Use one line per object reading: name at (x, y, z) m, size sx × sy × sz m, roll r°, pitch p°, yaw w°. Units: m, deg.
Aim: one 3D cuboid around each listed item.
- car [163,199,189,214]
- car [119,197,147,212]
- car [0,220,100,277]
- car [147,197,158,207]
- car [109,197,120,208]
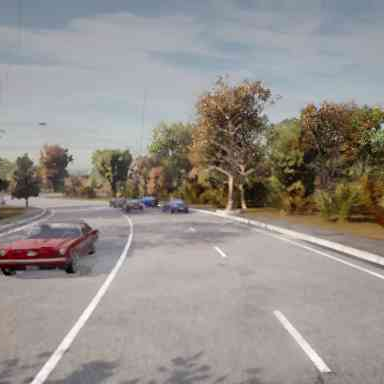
car at (-1.721, 1.437, 34.520) m, size 1.812 × 1.442 × 4.674 m, roll -1°, pitch 0°, yaw -18°
car at (-7.018, 1.525, 39.376) m, size 1.812 × 1.442 × 4.674 m, roll -1°, pitch 0°, yaw -21°
car at (-4.259, 1.618, 10.586) m, size 1.895 × 1.301 × 4.718 m, roll -1°, pitch 0°, yaw -6°
car at (-6.274, 1.407, 47.082) m, size 1.882 × 1.535 × 5.008 m, roll -2°, pitch 1°, yaw -23°
car at (-11.007, 1.534, 49.227) m, size 2.128 × 1.511 × 4.902 m, roll -2°, pitch 1°, yaw -26°
